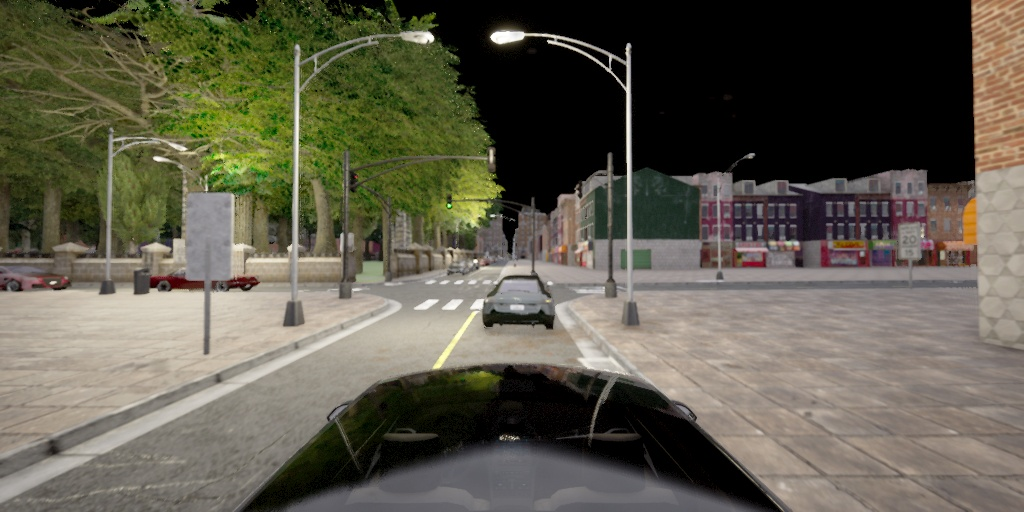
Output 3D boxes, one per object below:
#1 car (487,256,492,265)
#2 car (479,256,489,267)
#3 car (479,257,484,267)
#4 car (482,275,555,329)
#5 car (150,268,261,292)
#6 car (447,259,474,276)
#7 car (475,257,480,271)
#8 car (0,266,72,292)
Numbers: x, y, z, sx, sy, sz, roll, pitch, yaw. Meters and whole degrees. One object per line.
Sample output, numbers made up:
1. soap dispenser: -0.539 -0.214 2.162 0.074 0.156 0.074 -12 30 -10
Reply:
1. car: -5.224 0.846 64.029 2.192 1.841 5.009 0 0 0
2. car: -5.225 1.123 58.579 1.802 1.307 4.207 0 0 0
3. car: -5.227 1.133 47.679 1.948 1.339 4.313 0 0 0
4. car: 0.321 1.269 11.130 1.994 1.385 4.181 0 0 5
5. car: -15.997 1.251 18.753 4.718 1.301 1.895 0 -1 0
6. car: -5.256 1.159 35.094 2.007 1.370 4.403 0 0 0
7. car: -5.228 1.135 42.229 2.007 1.370 4.403 0 0 0
8. car: -26.024 1.208 18.784 4.181 1.385 1.994 0 -1 0
